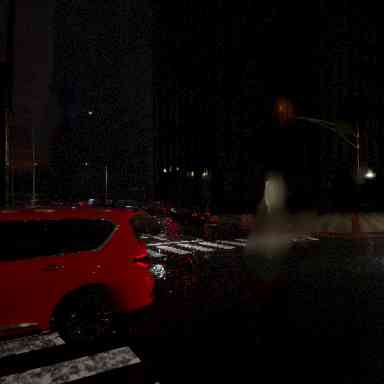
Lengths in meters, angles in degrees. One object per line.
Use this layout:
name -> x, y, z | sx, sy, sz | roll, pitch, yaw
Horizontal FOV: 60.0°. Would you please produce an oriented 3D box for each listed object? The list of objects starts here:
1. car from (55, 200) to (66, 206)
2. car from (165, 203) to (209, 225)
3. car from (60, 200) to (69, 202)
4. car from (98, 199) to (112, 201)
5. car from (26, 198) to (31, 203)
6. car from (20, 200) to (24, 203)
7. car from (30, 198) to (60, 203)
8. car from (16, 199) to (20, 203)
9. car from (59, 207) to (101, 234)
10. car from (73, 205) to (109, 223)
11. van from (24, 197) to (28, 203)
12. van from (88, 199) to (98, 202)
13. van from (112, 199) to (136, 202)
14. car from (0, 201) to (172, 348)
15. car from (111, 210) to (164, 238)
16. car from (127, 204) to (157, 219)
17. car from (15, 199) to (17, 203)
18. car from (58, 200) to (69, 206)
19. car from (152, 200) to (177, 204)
car -> -33.396, 2.695, 84.185 | 2.008, 1.369, 4.403 | -1, 0, -30
car -> -0.340, 1.851, 26.833 | 1.887, 1.381, 4.507 | -1, 0, -30
car -> -20.385, 2.255, 50.074 | 2.033, 1.411, 5.357 | 0, -1, -30
car -> -10.485, 1.886, 44.476 | 2.192, 1.841, 5.009 | -1, 0, -30
car -> -22.373, 2.142, 47.983 | 1.967, 1.590, 4.097 | -1, 0, -30
car -> -29.782, 2.331, 60.837 | 1.967, 1.590, 4.097 | -1, 0, -30
car -> -17.497, 1.891, 39.518 | 2.192, 1.841, 5.009 | -1, 0, -30
car -> -37.836, 2.634, 74.815 | 1.887, 1.381, 4.507 | -1, 0, -30
car -> -7.649, 1.845, 22.437 | 1.752, 1.417, 4.829 | -1, 0, -30
car -> -9.562, 1.972, 31.110 | 2.033, 1.411, 5.357 | 0, -1, -30
van -> -24.815, 2.105, 52.217 | 1.690, 1.788, 3.998 | -1, 0, -30
van -> -15.554, 2.043, 53.296 | 1.690, 1.788, 3.998 | -1, 0, -30
van -> -7.949, 1.846, 40.065 | 1.690, 1.788, 3.998 | -1, 0, -30
car -> -3.306, 1.272, 4.909 | 5.566, 2.045, 2.150 | 0, 0, -30
car -> -3.525, 1.868, 20.637 | 1.895, 1.301, 4.718 | 0, -1, -28
car -> -5.409, 2.021, 35.654 | 1.802, 1.307, 4.206 | -1, 0, -30
car -> -40.520, 2.736, 79.474 | 1.802, 1.307, 4.206 | -1, 0, -30
car -> -30.798, 2.648, 79.678 | 1.947, 1.339, 4.313 | -1, 0, -30
car -> -2.879, 1.688, 31.244 | 2.192, 1.841, 5.009 | -1, 0, -30
